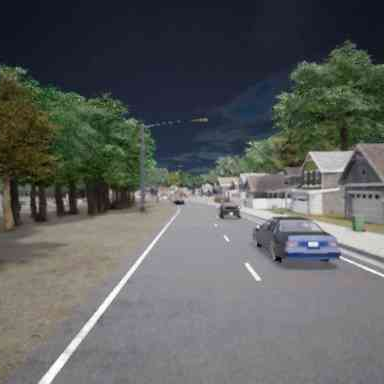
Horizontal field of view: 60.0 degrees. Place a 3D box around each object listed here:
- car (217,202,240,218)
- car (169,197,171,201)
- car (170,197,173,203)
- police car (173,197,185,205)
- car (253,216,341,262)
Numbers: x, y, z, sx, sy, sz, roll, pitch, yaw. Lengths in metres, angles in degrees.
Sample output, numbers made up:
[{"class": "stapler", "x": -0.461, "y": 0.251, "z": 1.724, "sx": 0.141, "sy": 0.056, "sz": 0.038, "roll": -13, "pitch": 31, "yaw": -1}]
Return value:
[{"class": "car", "x": 3.581, "y": 1.748, "z": 32.826, "sx": 1.837, "sy": 1.490, "sz": 4.892, "roll": 0, "pitch": -1, "yaw": 0}, {"class": "car", "x": -4.578, "y": 2.274, "z": 90.799, "sx": 1.801, "sy": 1.575, "sz": 5.366, "roll": 0, "pitch": 0, "yaw": -8}, {"class": "car", "x": -3.783, "y": 2.281, "z": 84.649, "sx": 1.837, "sy": 1.490, "sz": 4.892, "roll": 0, "pitch": 0, "yaw": -7}, {"class": "police car", "x": -2.726, "y": 2.125, "z": 74.798, "sx": 1.930, "sy": 1.638, "sz": 5.238, "roll": 0, "pitch": 0, "yaw": -5}, {"class": "car", "x": 3.592, "y": 1.612, "z": 12.370, "sx": 2.033, "sy": 1.411, "sz": 5.357, "roll": 0, "pitch": 0, "yaw": 0}]
